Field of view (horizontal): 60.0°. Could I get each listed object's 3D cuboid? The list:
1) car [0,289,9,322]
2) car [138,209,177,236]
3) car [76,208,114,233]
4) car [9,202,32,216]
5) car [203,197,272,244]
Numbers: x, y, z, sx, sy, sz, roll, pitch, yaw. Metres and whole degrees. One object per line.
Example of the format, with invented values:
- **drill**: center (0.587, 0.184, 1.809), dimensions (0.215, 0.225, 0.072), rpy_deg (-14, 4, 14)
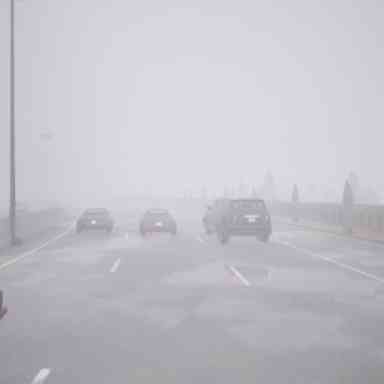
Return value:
- **car**: center (-3.572, 1.626, 2.768), dimensions (1.895, 1.301, 4.718), rpy_deg (0, 0, -2)
- **car**: center (-2.069, 1.644, 19.292), dimensions (1.994, 1.385, 4.181), rpy_deg (0, 0, -10)
- **car**: center (-5.872, 1.664, 20.434), dimensions (1.994, 1.385, 4.181), rpy_deg (0, 0, -12)
- **car**: center (-17.609, 1.748, 34.353), dimensions (2.033, 1.411, 5.357), rpy_deg (0, 0, -22)
- **car**: center (2.052, 1.274, 16.416), dimensions (2.150, 2.045, 5.566), rpy_deg (0, 0, -9)
